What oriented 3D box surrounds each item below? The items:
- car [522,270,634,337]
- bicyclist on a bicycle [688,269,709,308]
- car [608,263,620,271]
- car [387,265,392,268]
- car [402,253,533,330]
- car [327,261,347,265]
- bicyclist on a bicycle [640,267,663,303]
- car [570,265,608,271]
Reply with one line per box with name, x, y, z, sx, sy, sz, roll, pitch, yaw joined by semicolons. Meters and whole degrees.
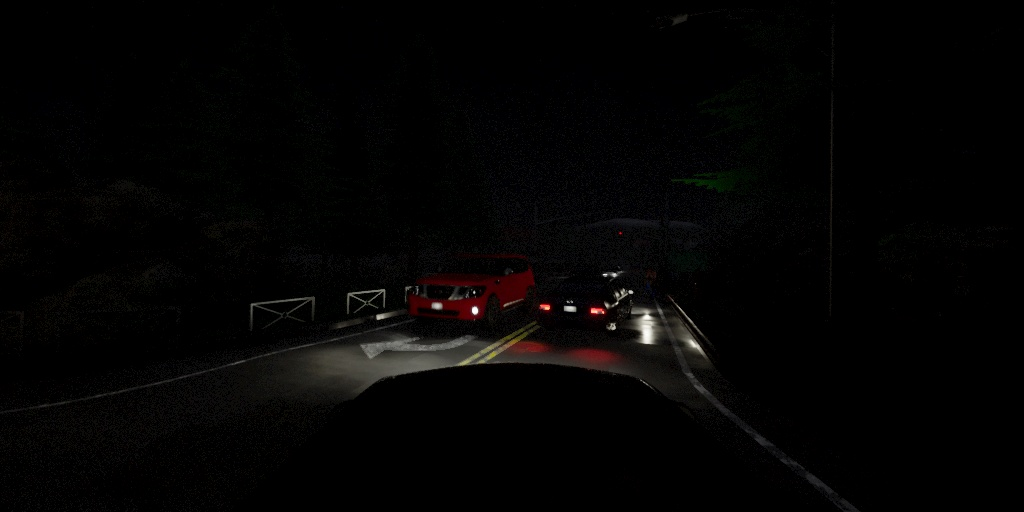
car;2.313;1.276;10.289;2.033;1.411;5.357;1;-1;24
bicyclist on a bicycle;7.888;1.353;15.109;1.656;1.620;0.582;1;-1;-34
car;16.633;2.251;60.592;1.895;1.301;4.718;1;-1;20
car;-14.727;1.621;48.159;4.181;1.385;1.994;1;-1;20
car;-0.879;0.902;11.231;2.150;2.045;5.566;1;-1;20
car;-24.494;1.469;51.999;5.357;1.411;2.033;1;-1;23
bicyclist on a bicycle;6.444;1.340;16.493;1.656;1.620;0.582;1;-1;-31
car;9.439;1.925;45.249;5.357;1.411;2.033;1;-1;-41
